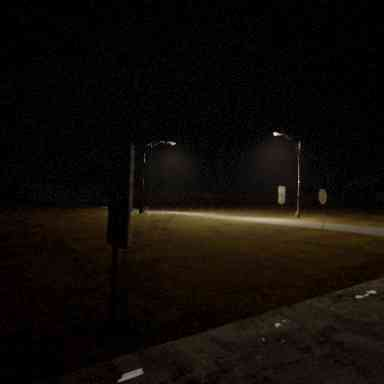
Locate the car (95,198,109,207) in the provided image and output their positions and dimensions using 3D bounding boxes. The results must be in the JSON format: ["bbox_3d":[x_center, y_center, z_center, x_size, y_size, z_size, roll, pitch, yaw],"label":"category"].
[{"bbox_3d":[-13.985,1.656,53.275,1.994,1.385,4.181,3,-2,-36],"label":"car"}]
